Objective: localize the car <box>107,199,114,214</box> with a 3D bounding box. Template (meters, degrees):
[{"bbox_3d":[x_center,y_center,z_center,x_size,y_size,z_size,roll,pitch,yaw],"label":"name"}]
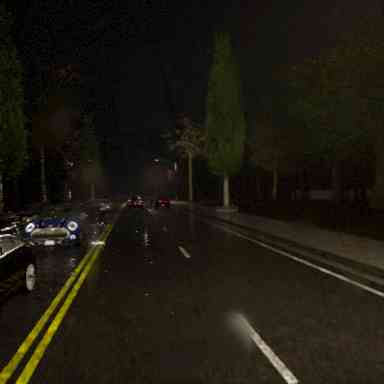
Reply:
[{"bbox_3d":[-9.370,1.471,34.882,1.812,1.442,4.674,-1,0,-10],"label":"car"}]

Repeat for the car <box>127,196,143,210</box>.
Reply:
[{"bbox_3d":[-6.999,1.413,41.027,2.033,1.411,5.357,-1,0,-10],"label":"car"}]

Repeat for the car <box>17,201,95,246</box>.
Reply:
[{"bbox_3d":[-5.884,1.360,15.015,2.097,1.767,4.553,-1,0,-10],"label":"car"}]

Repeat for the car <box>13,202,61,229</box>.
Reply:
[{"bbox_3d":[-10.644,1.549,23.259,1.837,1.490,4.892,-1,0,-10],"label":"car"}]

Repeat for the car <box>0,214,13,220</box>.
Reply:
[{"bbox_3d":[-9.096,1.642,14.542,1.994,1.385,4.181,-1,0,-10],"label":"car"}]

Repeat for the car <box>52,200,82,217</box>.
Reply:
[{"bbox_3d":[-12.366,1.583,33.136,1.994,1.385,4.181,-1,0,-9],"label":"car"}]

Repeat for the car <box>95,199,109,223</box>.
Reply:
[{"bbox_3d":[-7.635,1.534,24.914,1.994,1.385,4.181,-1,0,-10],"label":"car"}]

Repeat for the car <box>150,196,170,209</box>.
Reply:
[{"bbox_3d":[-3.815,1.300,41.651,1.837,1.490,4.892,-1,0,-10],"label":"car"}]

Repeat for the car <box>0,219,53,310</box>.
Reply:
[{"bbox_3d":[-4.259,1.539,5.954,2.128,1.511,4.902,-1,0,-10],"label":"car"}]

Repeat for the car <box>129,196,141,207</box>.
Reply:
[{"bbox_3d":[-8.808,1.372,51.202,1.837,1.490,4.892,-1,0,-10],"label":"car"}]
